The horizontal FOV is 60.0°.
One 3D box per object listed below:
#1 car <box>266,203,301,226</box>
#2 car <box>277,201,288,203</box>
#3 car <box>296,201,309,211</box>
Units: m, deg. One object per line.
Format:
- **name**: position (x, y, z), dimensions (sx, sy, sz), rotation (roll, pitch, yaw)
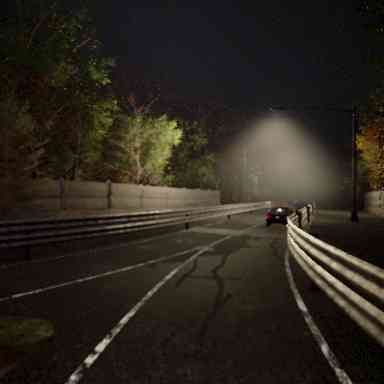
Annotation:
- **car**: position (6.927, 1.839, 25.645), dimensions (2.033, 1.411, 5.357), rotation (0, -1, 22)
- **car**: position (14.514, 2.121, 53.647), dimensions (1.882, 1.535, 5.008), rotation (0, -1, 22)
- **car**: position (15.499, 2.043, 46.971), dimensions (1.882, 1.535, 5.008), rotation (0, -1, 22)
